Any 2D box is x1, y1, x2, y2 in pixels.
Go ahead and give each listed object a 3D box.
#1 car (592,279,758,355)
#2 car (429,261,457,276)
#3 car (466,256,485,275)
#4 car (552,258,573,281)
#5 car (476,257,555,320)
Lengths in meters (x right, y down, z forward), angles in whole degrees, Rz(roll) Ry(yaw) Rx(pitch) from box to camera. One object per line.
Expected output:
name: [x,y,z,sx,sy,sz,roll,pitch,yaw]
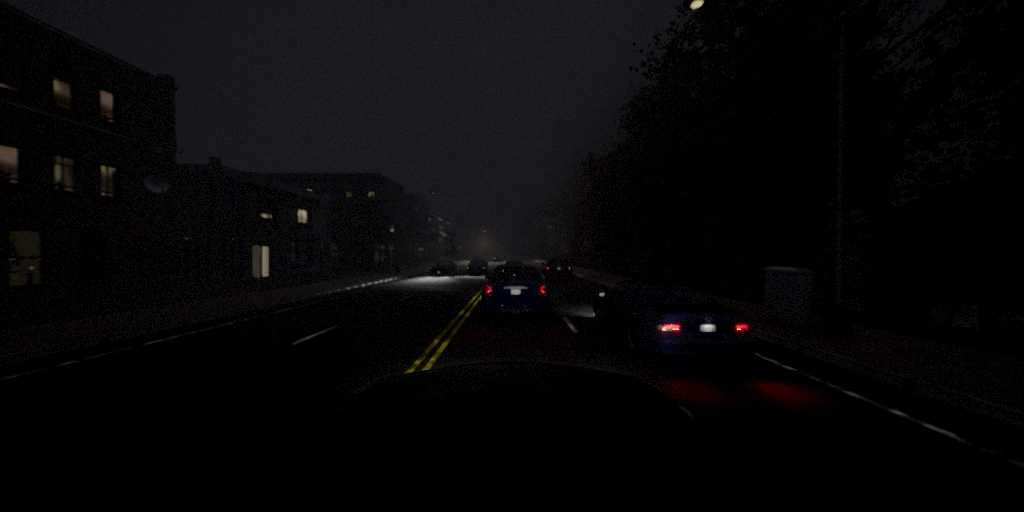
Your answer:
car: [3.352,1.258,8.622,2.033,1.411,5.357,0,0,0]
car: [-6.514,1.145,34.085,1.895,1.301,4.718,0,0,0]
car: [-3.260,1.020,34.840,1.882,1.535,5.008,0,0,0]
car: [3.410,0.942,28.179,2.097,1.767,4.553,0,0,0]
car: [0.118,1.037,12.491,2.097,1.767,4.553,0,0,0]
